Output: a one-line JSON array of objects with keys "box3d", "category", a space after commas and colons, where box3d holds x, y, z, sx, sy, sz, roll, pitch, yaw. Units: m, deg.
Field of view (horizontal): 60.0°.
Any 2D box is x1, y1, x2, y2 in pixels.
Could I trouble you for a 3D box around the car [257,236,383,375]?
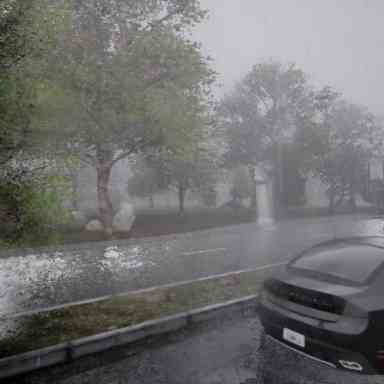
[{"box3d": [3.194, 1.498, 5.417, 4.892, 1.490, 1.837, 0, 0, -36], "category": "car"}]
